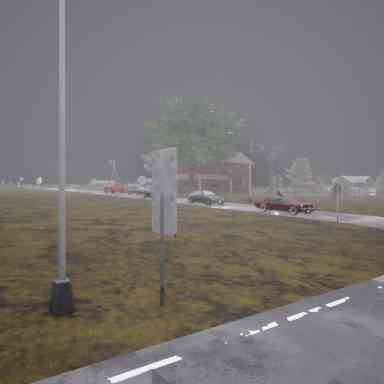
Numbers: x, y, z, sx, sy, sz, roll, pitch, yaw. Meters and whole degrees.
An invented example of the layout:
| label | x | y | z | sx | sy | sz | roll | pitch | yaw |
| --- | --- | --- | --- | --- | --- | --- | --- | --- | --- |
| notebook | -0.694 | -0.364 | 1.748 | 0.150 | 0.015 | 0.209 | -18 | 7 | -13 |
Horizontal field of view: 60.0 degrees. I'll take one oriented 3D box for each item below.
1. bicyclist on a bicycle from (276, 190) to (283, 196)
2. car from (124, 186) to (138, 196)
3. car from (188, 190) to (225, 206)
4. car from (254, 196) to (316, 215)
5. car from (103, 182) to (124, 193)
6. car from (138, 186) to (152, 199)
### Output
| label | x | y | z | sx | sy | sz | roll | pitch | yaw |
| --- | --- | --- | --- | --- | --- | --- | --- | --- | --- |
| bicyclist on a bicycle | 8.843 | 0.664 | 33.741 | 1.656 | 1.620 | 0.582 | 0 | 2 | -36 |
| car | -8.466 | -0.188 | 52.541 | 1.812 | 1.442 | 4.674 | 0 | 2 | -35 |
| car | 1.349 | 0.554 | 33.915 | 1.812 | 1.442 | 4.674 | 0 | 2 | -36 |
| car | 7.152 | 0.998 | 25.837 | 1.895 | 1.301 | 4.718 | 0 | 2 | -36 |
| car | -14.168 | -0.819 | 60.379 | 2.150 | 2.045 | 5.566 | 0 | 2 | -36 |
| car | -4.517 | 0.019 | 42.086 | 2.097 | 1.767 | 4.553 | 0 | 2 | -36 |
